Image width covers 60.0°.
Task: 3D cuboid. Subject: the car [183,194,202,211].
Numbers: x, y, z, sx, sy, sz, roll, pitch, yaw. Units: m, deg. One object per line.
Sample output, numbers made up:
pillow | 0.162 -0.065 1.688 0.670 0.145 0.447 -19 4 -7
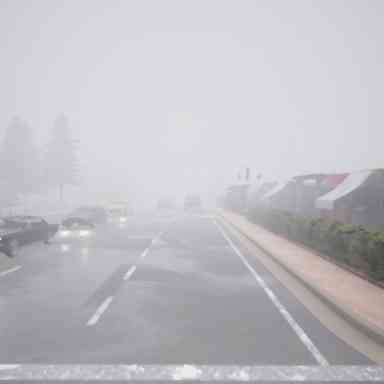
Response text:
car | 0.106 1.291 42.370 2.150 2.045 5.566 0 0 0

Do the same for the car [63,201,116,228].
car | -7.079 1.590 22.844 2.033 1.411 5.357 0 0 0

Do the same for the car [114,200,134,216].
car | -7.058 1.531 32.941 1.882 1.535 5.008 0 0 0

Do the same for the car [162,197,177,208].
car | -3.491 1.555 52.243 1.882 1.535 5.008 0 0 0

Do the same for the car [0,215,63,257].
car | -7.087 1.632 13.163 1.895 1.301 4.718 0 0 0

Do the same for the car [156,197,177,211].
car | -3.393 1.419 43.029 2.097 1.767 4.553 0 0 0

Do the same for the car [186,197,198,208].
car | 0.009 1.585 52.160 1.837 1.490 4.892 0 0 0
